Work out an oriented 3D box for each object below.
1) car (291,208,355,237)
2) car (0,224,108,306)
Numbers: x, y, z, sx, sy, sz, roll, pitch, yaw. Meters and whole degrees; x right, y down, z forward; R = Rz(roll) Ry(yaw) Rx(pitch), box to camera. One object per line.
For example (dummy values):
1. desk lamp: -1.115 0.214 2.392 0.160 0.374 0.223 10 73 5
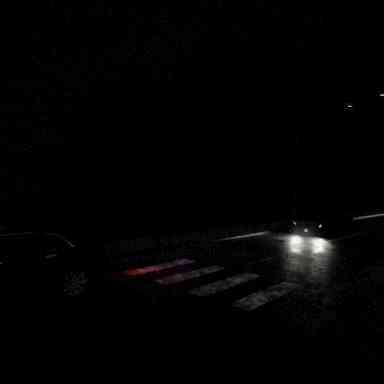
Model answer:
1. car: 7.709 1.632 19.172 2.033 1.411 5.357 2 1 43
2. car: -3.984 1.437 6.347 1.837 1.490 4.892 2 0 42
